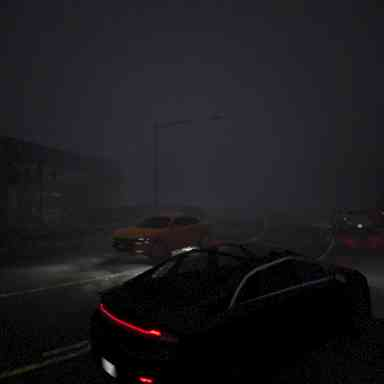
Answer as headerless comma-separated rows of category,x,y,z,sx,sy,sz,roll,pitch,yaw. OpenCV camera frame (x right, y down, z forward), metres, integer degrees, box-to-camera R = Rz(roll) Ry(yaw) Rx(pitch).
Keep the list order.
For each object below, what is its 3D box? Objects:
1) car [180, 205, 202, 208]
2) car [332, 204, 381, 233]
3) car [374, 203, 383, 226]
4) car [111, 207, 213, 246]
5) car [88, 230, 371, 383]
car,-0.207,1.721,23.901,2.128,1.511,4.902,0,-1,15
car,10.145,1.718,21.109,1.812,1.442,4.674,0,-1,15
car,14.600,1.578,25.038,2.097,1.767,4.553,0,0,13
car,-1.010,1.609,13.414,1.882,1.535,5.008,0,0,34
car,0.966,1.539,4.938,4.902,1.511,2.128,1,-1,-42
